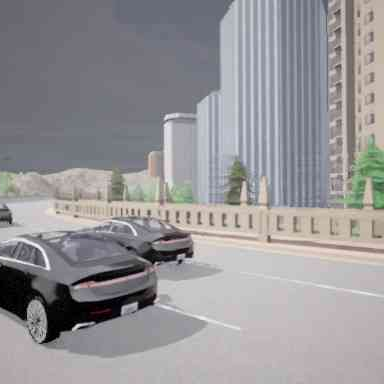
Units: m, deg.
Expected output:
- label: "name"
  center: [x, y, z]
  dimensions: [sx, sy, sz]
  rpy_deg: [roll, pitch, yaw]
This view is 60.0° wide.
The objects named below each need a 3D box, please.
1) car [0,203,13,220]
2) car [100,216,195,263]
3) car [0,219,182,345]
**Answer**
- label: "car"
  center: [-14.283, 1.563, 24.088]
  dimensions: [2.128, 1.511, 4.902]
  rpy_deg: [0, 0, -36]
- label: "car"
  center: [-2.114, 1.527, 10.550]
  dimensions: [4.902, 1.511, 2.128]
  rpy_deg: [0, 0, 41]
- label: "car"
  center: [-2.772, 1.511, 6.498]
  dimensions: [4.902, 1.511, 2.128]
  rpy_deg: [0, 0, 40]
